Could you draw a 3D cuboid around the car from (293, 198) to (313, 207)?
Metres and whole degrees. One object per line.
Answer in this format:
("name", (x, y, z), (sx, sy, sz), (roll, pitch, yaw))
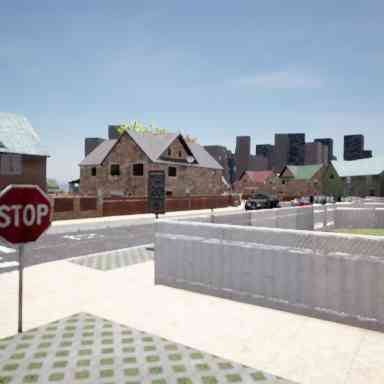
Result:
("car", (14.059, 1.612, 41.399), (1.994, 1.385, 4.181), (1, 0, 19))

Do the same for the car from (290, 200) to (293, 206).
("car", (16.437, 1.624, 51.165), (1.895, 1.301, 4.718), (1, 0, 7))

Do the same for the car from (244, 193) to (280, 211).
("car", (7.197, 1.178, 33.649), (2.150, 2.045, 5.566), (2, 1, 31))
